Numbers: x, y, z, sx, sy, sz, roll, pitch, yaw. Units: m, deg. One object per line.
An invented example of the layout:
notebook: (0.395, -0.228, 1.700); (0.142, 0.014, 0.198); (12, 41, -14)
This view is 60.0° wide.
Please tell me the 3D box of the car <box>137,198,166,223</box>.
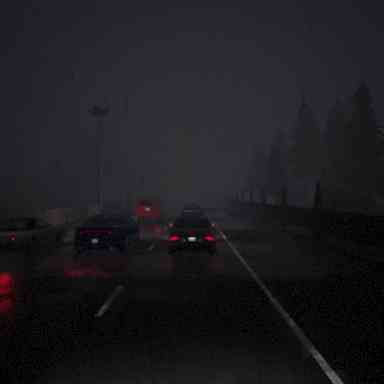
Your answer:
car: (-3.503, 1.504, 29.018); (2.150, 2.045, 5.566); (0, 0, 0)

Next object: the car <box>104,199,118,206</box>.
car: (-17.509, 2.261, 71.998); (1.994, 1.385, 4.181); (0, -1, 0)

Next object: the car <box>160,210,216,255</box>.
car: (-0.001, 1.686, 13.983); (2.033, 1.411, 5.357); (0, -1, 0)

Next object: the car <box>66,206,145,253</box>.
car: (-3.497, 1.622, 14.476); (1.882, 1.535, 5.008); (0, 0, 0)

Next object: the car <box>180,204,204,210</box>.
car: (-0.001, 1.783, 29.291); (2.128, 1.511, 4.902); (0, 0, 0)

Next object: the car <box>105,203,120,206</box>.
car: (-7.000, 1.816, 29.364); (1.812, 1.442, 4.674); (0, 0, 0)

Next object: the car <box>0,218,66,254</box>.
car: (-7.000, 1.741, 14.097); (1.895, 1.301, 4.718); (0, -1, 0)
